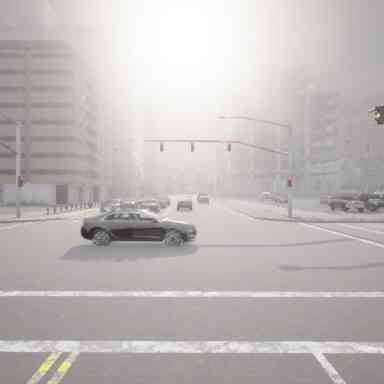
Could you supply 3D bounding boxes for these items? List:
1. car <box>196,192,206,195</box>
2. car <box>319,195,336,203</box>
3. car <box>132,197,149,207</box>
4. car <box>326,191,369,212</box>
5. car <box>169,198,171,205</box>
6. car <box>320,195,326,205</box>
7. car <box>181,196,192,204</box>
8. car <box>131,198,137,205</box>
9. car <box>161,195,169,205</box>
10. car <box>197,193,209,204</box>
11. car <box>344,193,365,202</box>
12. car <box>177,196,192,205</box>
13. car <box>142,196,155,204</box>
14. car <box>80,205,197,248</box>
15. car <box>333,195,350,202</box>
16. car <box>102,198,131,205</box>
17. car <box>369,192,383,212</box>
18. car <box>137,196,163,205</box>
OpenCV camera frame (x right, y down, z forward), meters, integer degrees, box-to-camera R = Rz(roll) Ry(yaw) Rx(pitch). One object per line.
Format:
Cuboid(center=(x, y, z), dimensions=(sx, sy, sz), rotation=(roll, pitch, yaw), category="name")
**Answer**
Cuboid(center=(2.202, 1.051, 74.466), dimensions=(2.150, 2.045, 5.566), rotation=(0, 0, 0), category="car")
Cuboid(center=(27.785, 1.395, 68.360), dimensions=(1.970, 1.475, 3.806), rotation=(0, 0, 0), category="car")
Cuboid(center=(-8.217, 1.564, 53.383), dimensions=(1.994, 1.385, 4.181), rotation=(0, 0, -1), category="car")
Cuboid(center=(16.575, 1.153, 35.790), dimensions=(1.932, 1.855, 4.605), rotation=(0, 0, 0), category="car")
Cuboid(center=(-4.727, 1.352, 55.923), dimensions=(2.097, 1.767, 4.553), rotation=(0, 0, 0), category="car")
Cuboid(center=(22.090, 1.395, 53.230), dimensions=(1.970, 1.475, 3.806), rotation=(0, 0, 0), category="car")
Cuboid(center=(-1.120, 1.547, 65.440), dimensions=(2.033, 1.411, 5.357), rotation=(0, 0, -1), category="car")
Cuboid(center=(-8.130, 1.526, 43.388), dimensions=(1.812, 1.442, 4.674), rotation=(0, 0, 0), category="car")
Cuboid(center=(-4.658, 1.352, 46.007), dimensions=(2.097, 1.767, 4.553), rotation=(0, 0, -1), category="car")
Cuboid(center=(2.284, 1.477, 64.662), dimensions=(1.882, 1.535, 5.008), rotation=(0, 0, 0), category="car")
Cuboid(center=(33.363, 1.153, 68.436), dimensions=(1.932, 1.855, 4.605), rotation=(0, 0, 0), category="car")
Cuboid(center=(-0.947, 1.491, 43.678), dimensions=(2.128, 1.511, 4.902), rotation=(0, 0, 0), category="car")
Cuboid(center=(-8.256, 1.477, 63.506), dimensions=(1.882, 1.535, 5.008), rotation=(0, 0, 0), category="car")
Cuboid(center=(-2.253, 1.492, 14.257), dimensions=(4.902, 1.511, 2.128), rotation=(0, 0, -1), category="car")
Cuboid(center=(30.680, 1.364, 68.373), dimensions=(1.784, 1.438, 3.905), rotation=(0, 0, 0), category="car")
Cuboid(center=(-8.061, 1.491, 34.239), dimensions=(2.128, 1.511, 4.902), rotation=(0, 0, 0), category="car")
Cuboid(center=(19.470, 1.156, 35.750), dimensions=(1.905, 1.878, 3.866), rotation=(0, 0, 0), category="car")
Cuboid(center=(-4.584, 1.505, 36.864), dimensions=(1.837, 1.490, 4.892), rotation=(0, 0, 0), category="car")
